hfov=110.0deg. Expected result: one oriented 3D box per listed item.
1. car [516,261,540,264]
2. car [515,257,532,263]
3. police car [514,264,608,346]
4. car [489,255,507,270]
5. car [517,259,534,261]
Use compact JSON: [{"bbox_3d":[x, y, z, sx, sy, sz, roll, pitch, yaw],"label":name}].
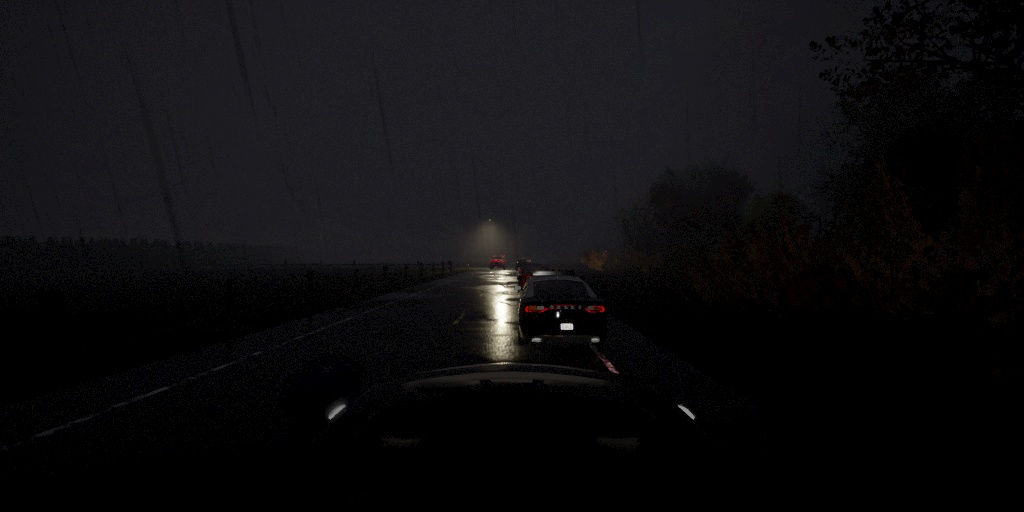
[{"bbox_3d":[1.265,1.222,19.432,1.882,1.535,5.008,0,0,1],"label":"car"},{"bbox_3d":[1.444,1.228,49.164,1.837,1.490,4.892,0,0,4],"label":"car"},{"bbox_3d":[1.098,1.173,9.576,1.930,1.638,5.238,0,0,1],"label":"police car"},{"bbox_3d":[-1.959,0.943,50.819,2.150,2.045,5.566,0,0,3],"label":"car"},{"bbox_3d":[1.421,1.219,25.410,1.882,1.535,5.008,0,0,2],"label":"car"}]
